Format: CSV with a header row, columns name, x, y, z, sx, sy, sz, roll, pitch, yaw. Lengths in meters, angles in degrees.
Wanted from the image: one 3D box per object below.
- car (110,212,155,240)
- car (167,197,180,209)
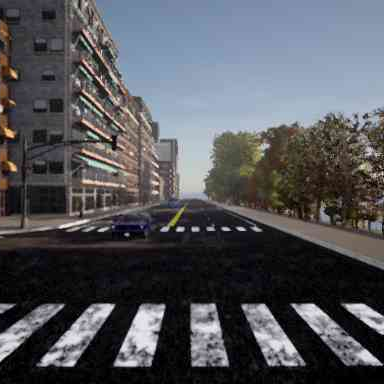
name,x,y,z,sx,sy,sz,roll,pitch,yaw
car,-3.248,1.860,18.887,1.895,1.301,4.718,0,0,0
car,-3.243,1.992,59.224,2.150,2.045,5.566,0,1,0
